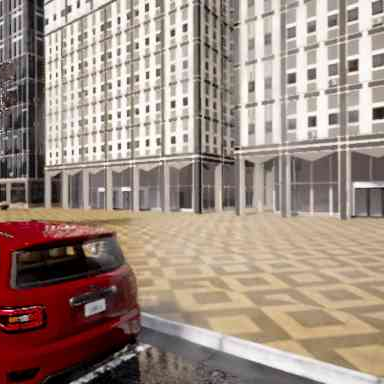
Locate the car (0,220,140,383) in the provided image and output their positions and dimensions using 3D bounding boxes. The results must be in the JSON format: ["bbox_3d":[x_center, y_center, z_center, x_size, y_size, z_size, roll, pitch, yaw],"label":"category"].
[{"bbox_3d":[-2.996,1.356,5.008,5.009,1.841,2.192,-1,0,36],"label":"car"}]
